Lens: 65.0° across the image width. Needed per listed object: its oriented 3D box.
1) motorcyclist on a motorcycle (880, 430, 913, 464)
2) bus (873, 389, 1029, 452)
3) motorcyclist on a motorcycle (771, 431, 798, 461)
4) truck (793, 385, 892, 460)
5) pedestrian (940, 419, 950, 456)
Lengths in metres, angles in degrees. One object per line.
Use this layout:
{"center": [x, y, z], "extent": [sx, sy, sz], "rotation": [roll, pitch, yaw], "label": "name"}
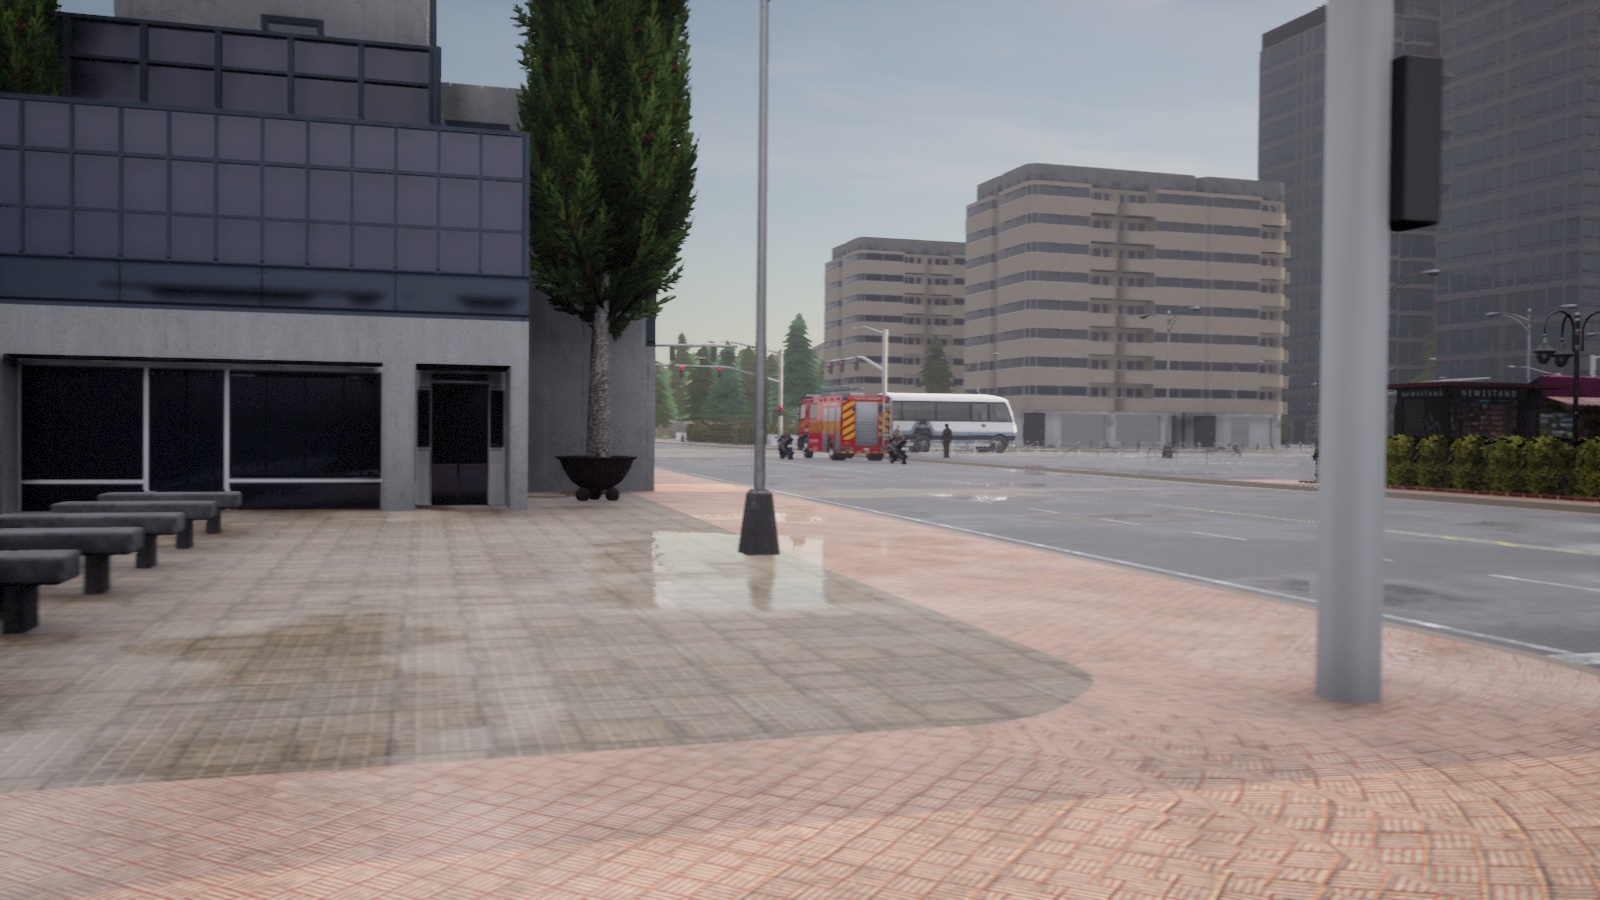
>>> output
{"center": [4.557, -0.157, 59.439], "extent": [0.866, 1.530, 2.191], "rotation": [-1, 1, -15], "label": "motorcyclist on a motorcycle"}
{"center": [10.736, -2.113, 89.515], "extent": [10.273, 4.253, 3.944], "rotation": [-1, 1, -14], "label": "bus"}
{"center": [-0.806, -0.198, 65.724], "extent": [0.866, 1.530, 2.191], "rotation": [-1, 1, -16], "label": "motorcyclist on a motorcycle"}
{"center": [2.149, -1.467, 68.067], "extent": [2.891, 3.827, 8.468], "rotation": [-1, 1, -16], "label": "truck"}
{"center": [7.679, -0.679, 66.414], "extent": [0.395, 1.930, 0.692], "rotation": [-1, 1, -6], "label": "pedestrian"}
